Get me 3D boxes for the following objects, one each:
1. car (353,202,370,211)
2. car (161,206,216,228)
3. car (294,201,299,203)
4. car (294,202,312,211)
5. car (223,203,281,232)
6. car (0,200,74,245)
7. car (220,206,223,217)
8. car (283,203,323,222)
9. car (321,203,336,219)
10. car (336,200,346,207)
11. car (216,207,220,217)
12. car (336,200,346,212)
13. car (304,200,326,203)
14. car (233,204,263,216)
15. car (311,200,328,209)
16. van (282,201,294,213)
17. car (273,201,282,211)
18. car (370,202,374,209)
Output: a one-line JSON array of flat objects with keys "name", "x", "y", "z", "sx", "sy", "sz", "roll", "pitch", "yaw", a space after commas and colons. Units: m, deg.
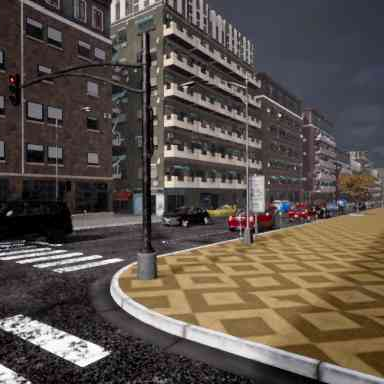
[{"name": "car", "x": 29.937, "y": 2.582, "z": 59.293, "sx": 1.947, "sy": 1.339, "sz": 4.313, "roll": -2, "pitch": -2, "yaw": 35}, {"name": "car", "x": -0.387, "y": 1.878, "z": 25.833, "sx": 1.837, "sy": 1.490, "sz": 4.892, "roll": -1, "pitch": -2, "yaw": 35}, {"name": "car", "x": 16.652, "y": 2.361, "z": 54.777, "sx": 1.967, "sy": 1.590, "sz": 4.097, "roll": -2, "pitch": -2, "yaw": 35}, {"name": "car", "x": 19.884, "y": 2.553, "z": 59.409, "sx": 1.887, "sy": 1.381, "sz": 4.507, "roll": -2, "pitch": -2, "yaw": 35}, {"name": "car", "x": 4.093, "y": 1.750, "z": 22.219, "sx": 1.967, "sy": 1.590, "sz": 4.097, "roll": -2, "pitch": -2, "yaw": 35}, {"name": "car", "x": -7.803, "y": 1.356, "z": 14.464, "sx": 2.150, "sy": 2.045, "sz": 5.566, "roll": 0, "pitch": -2, "yaw": 29}, {"name": "car", "x": 3.635, "y": 2.090, "z": 36.096, "sx": 1.752, "sy": 1.417, "sz": 4.829, "roll": -2, "pitch": -2, "yaw": 35}, {"name": "car", "x": 10.555, "y": 2.031, "z": 31.486, "sx": 1.887, "sy": 1.381, "sz": 4.507, "roll": -2, "pitch": -2, "yaw": 35}, {"name": "car", "x": 13.786, "y": 2.141, "z": 36.120, "sx": 1.947, "sy": 1.339, "sz": 4.313, "roll": -2, "pitch": -2, "yaw": 35}, {"name": "car", "x": 39.166, "y": 2.882, "z": 87.162, "sx": 1.690, "sy": 1.788, "sz": 3.998, "roll": -2, "pitch": -2, "yaw": 35}, {"name": "car", "x": 0.404, "y": 2.002, "z": 31.462, "sx": 1.752, "sy": 1.417, "sz": 4.829, "roll": -2, "pitch": -2, "yaw": 35}, {"name": "car", "x": 23.425, "y": 2.468, "z": 54.417, "sx": 2.033, "sy": 1.411, "sz": 5.357, "roll": -1, "pitch": -1, "yaw": 36}, {"name": "car", "x": 16.273, "y": 2.230, "z": 44.140, "sx": 1.837, "sy": 1.490, "sz": 4.892, "roll": -1, "pitch": -1, "yaw": 35}, {"name": "car", "x": 6.963, "y": 2.221, "z": 40.870, "sx": 1.947, "sy": 1.339, "sz": 4.313, "roll": -2, "pitch": -2, "yaw": 35}, {"name": "car", "x": 26.342, "y": 2.501, "z": 68.685, "sx": 2.192, "sy": 1.841, "sz": 5.009, "roll": -2, "pitch": -2, "yaw": 35}, {"name": "van", "x": 13.421, "y": 2.173, "z": 50.145, "sx": 1.690, "sy": 1.788, "sz": 3.998, "roll": -2, "pitch": -2, "yaw": 35}, {"name": "car", "x": 10.192, "y": 2.288, "z": 45.505, "sx": 1.887, "sy": 1.381, "sz": 4.507, "roll": -2, "pitch": -2, "yaw": 35}, {"name": "car", "x": 36.397, "y": 2.744, "z": 68.563, "sx": 2.008, "sy": 1.369, "sz": 4.403, "roll": -2, "pitch": -2, "yaw": 35}]
